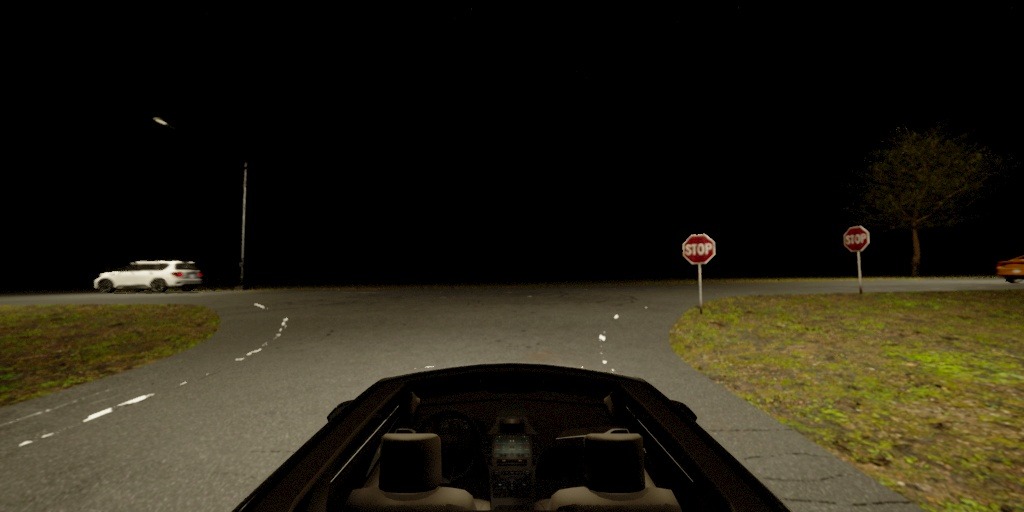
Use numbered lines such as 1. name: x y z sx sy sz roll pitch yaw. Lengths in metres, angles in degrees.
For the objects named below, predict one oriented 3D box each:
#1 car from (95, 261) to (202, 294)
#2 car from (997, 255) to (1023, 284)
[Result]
1. car: -23.385 1.385 23.244 5.566 2.045 2.150 -1 -3 1
2. car: 25.756 0.503 16.607 5.008 1.535 1.882 -1 -3 -1
